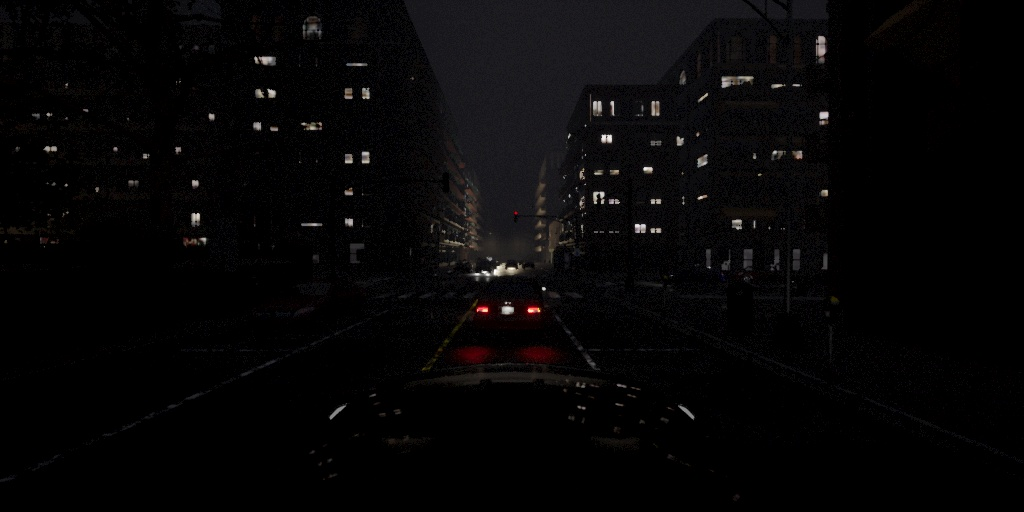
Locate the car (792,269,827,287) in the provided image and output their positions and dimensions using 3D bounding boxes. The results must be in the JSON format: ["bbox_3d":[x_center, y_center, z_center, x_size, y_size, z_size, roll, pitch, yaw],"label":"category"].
[{"bbox_3d":[24.901,1.806,29.057,4.718,1.301,1.895,1,0,-1],"label":"car"}]

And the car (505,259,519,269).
[{"bbox_3d":[-0.071,1.268,56.000,1.812,1.442,4.674,0,0,0],"label":"car"}]

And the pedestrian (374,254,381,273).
[{"bbox_3d":[-12.812,0.648,34.013,0.375,1.860,0.375,0,-1,-1],"label":"pedestrian"}]

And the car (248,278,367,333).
[{"bbox_3d":[-5.715,1.330,10.632,1.802,1.307,4.207,0,0,0],"label":"car"}]

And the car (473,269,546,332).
[{"bbox_3d":[0.050,1.296,10.846,2.033,1.411,5.357,0,0,3],"label":"car"}]

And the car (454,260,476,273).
[{"bbox_3d":[-5.817,1.183,43.042,1.967,1.591,4.097,0,0,0],"label":"car"}]

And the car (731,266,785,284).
[{"bbox_3d":[21.289,1.567,31.564,4.097,1.591,1.967,0,0,-1],"label":"car"}]

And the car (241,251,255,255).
[{"bbox_3d":[-18.670,0.673,25.190,5.566,2.045,2.150,1,0,-1],"label":"car"}]

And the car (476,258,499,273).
[{"bbox_3d":[-3.197,1.291,43.320,2.033,1.411,5.357,0,0,4],"label":"car"}]

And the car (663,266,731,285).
[{"bbox_3d":[14.594,1.549,28.899,4.674,1.442,1.812,1,0,-1],"label":"car"}]

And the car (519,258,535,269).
[{"bbox_3d":[2.528,1.293,54.341,2.007,1.370,4.403,0,0,0],"label":"car"}]
